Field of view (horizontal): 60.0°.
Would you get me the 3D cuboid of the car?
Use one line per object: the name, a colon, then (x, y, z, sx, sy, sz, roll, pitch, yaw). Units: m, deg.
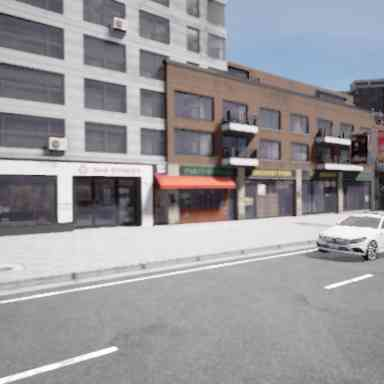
car: (6.602, 1.533, 12.391, 4.674, 1.442, 1.812, 0, 0, -35)
